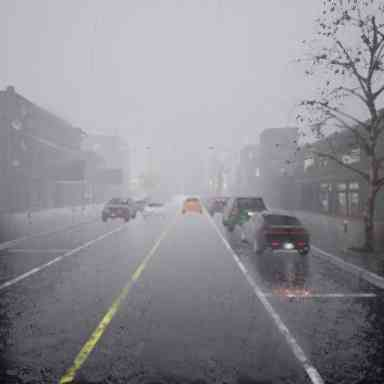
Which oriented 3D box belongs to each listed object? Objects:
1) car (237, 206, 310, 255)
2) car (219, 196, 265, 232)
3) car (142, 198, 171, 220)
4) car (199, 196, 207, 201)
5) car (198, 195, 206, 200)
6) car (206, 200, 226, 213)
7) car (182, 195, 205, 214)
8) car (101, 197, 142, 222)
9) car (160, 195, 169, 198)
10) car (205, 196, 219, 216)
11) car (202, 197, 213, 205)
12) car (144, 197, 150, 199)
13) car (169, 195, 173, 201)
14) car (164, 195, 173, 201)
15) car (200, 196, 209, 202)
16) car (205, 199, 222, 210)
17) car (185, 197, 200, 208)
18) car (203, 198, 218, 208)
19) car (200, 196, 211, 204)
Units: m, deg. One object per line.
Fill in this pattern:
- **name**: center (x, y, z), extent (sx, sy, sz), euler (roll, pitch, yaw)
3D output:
- **car**: center (3.145, 1.511, 13.220), extent (1.837, 1.490, 4.892), euler (0, 0, 0)
- **car**: center (3.105, 1.232, 20.251), extent (2.150, 2.045, 5.566), euler (0, 0, 0)
- **car**: center (-3.098, 1.542, 28.801), extent (1.812, 1.442, 4.674), euler (0, 0, 0)
- **car**: center (2.818, 1.652, 84.350), extent (1.802, 1.307, 4.206), euler (0, 0, 0)
- **car**: center (2.816, 1.626, 93.352), extent (1.887, 1.381, 4.507), euler (0, 0, 0)
- **car**: center (2.693, 1.590, 37.586), extent (1.947, 1.339, 4.313), euler (1, 0, 0)
- **car**: center (0.055, 1.374, 36.171), extent (2.097, 1.767, 4.553), euler (0, 0, 0)
- **car**: center (-5.683, 1.330, 26.521), extent (2.192, 1.841, 5.009), euler (1, 0, 0)
- **car**: center (-5.759, 1.569, 61.194), extent (1.752, 1.417, 4.829), euler (1, 0, 0)
- **car**: center (2.697, 1.334, 32.053), extent (2.192, 1.841, 5.009), euler (1, 0, 0)
- **car**: center (2.752, 1.568, 59.582), extent (1.752, 1.417, 4.829), euler (0, 0, 0)
- **car**: center (-5.687, 1.605, 37.586), extent (1.802, 1.307, 4.206), euler (1, 0, 0)
- **car**: center (-5.814, 1.606, 72.429), extent (2.008, 1.369, 4.403), euler (1, 0, 0)
- **car**: center (-5.821, 1.508, 83.248), extent (1.967, 1.590, 4.097), euler (0, 0, 0)
- **car**: center (2.819, 1.625, 75.348), extent (1.947, 1.339, 4.313), euler (0, 0, 0)
- **car**: center (2.693, 1.594, 43.119), extent (1.947, 1.339, 4.313), euler (1, 0, 0)
- **car**: center (0.056, 1.527, 50.631), extent (2.128, 1.511, 4.902), euler (0, 0, 0)
- **car**: center (2.700, 1.577, 48.346), extent (1.887, 1.381, 4.507), euler (0, 0, 0)
- **car**: center (2.791, 1.601, 67.803), extent (2.008, 1.369, 4.403), euler (0, 0, 0)
